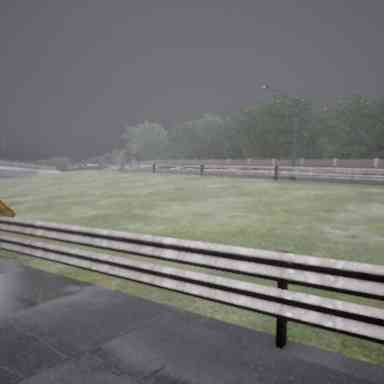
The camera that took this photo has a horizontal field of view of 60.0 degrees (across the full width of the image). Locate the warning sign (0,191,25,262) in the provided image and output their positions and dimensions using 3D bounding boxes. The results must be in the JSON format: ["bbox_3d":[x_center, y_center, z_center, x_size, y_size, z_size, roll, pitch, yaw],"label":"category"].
[{"bbox_3d":[-5.474,0.918,9.071,1.060,1.860,1.300,1,1,36],"label":"warning sign"}]
